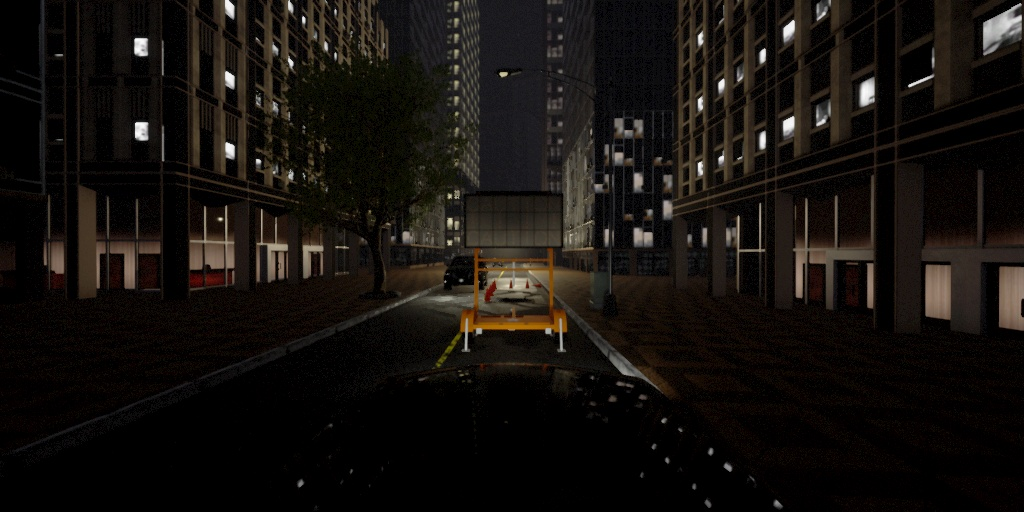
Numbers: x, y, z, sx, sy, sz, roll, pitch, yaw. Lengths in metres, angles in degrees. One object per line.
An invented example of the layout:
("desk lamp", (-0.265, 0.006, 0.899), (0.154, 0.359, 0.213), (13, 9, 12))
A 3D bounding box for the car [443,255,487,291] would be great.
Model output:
("car", (-2.739, 0.972, 22.204), (2.150, 2.045, 5.566), (0, 0, 0))

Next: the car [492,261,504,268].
("car", (-2.488, 1.315, 63.433), (1.837, 1.490, 4.892), (0, 0, 1))

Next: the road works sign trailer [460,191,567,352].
("road works sign trailer", (0.043, 0.212, 8.893), (2.380, 3.560, 2.880), (0, 0, 0))
